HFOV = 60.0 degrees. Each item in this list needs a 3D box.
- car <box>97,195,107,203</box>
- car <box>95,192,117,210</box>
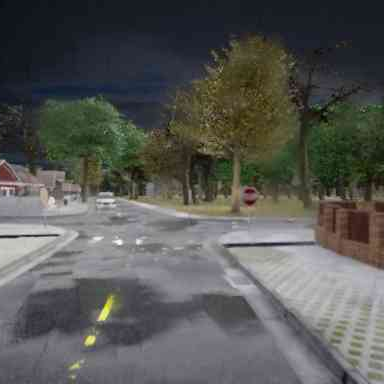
[{"bbox_3d":[-17.191,1.265,63.280,1.812,1.442,4.674,0,0,-16],"label":"car"},{"bbox_3d":[-10.204,1.131,39.431,2.150,2.045,5.566,0,2,-16],"label":"car"}]
